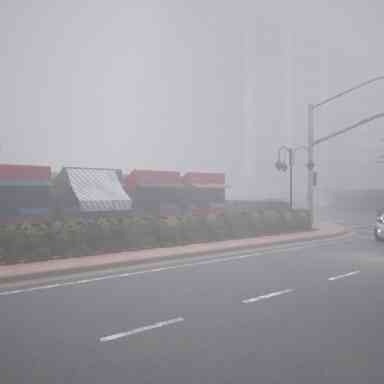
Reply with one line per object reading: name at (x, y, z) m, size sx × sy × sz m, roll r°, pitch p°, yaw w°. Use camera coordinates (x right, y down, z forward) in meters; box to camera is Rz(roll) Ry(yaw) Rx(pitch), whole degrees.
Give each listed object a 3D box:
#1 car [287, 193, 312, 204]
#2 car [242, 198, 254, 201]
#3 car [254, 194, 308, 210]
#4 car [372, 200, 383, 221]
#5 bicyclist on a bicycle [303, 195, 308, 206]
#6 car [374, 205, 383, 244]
car at (19.024, 1.114, 59.110) m, size 1.905 × 1.878 × 3.866 m, roll 0°, pitch 0°, yaw -36°
car at (6.857, 1.437, 36.490) m, size 2.128 × 1.511 × 4.902 m, roll 0°, pitch 0°, yaw -36°
car at (8.008, 1.297, 28.938) m, size 2.097 × 1.767 × 4.553 m, roll 0°, pitch 0°, yaw -36°
car at (16.293, 1.460, 24.565) m, size 4.902 × 1.511 × 2.128 m, roll 1°, pitch 1°, yaw 43°
bicyclist on a bicycle at (15.550, 1.246, 44.917) m, size 1.656 × 1.620 × 0.582 m, roll 0°, pitch 0°, yaw -36°
car at (10.252, 1.221, 15.125) m, size 2.150 × 2.045 × 5.566 m, roll 2°, pitch 2°, yaw 43°
